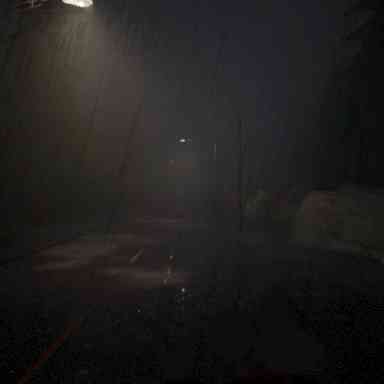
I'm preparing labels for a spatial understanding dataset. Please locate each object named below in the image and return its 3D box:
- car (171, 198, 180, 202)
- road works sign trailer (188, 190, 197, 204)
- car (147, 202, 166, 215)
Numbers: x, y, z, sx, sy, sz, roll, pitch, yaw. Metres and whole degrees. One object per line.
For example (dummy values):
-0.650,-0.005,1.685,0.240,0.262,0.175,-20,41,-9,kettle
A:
-3.949,2.089,79.341,1.812,1.442,4.674,0,-1,0,car
0.067,1.267,87.156,2.380,3.560,2.880,0,-1,0,road works sign trailer
-4.041,1.904,38.786,2.033,1.411,5.357,0,-1,0,car
